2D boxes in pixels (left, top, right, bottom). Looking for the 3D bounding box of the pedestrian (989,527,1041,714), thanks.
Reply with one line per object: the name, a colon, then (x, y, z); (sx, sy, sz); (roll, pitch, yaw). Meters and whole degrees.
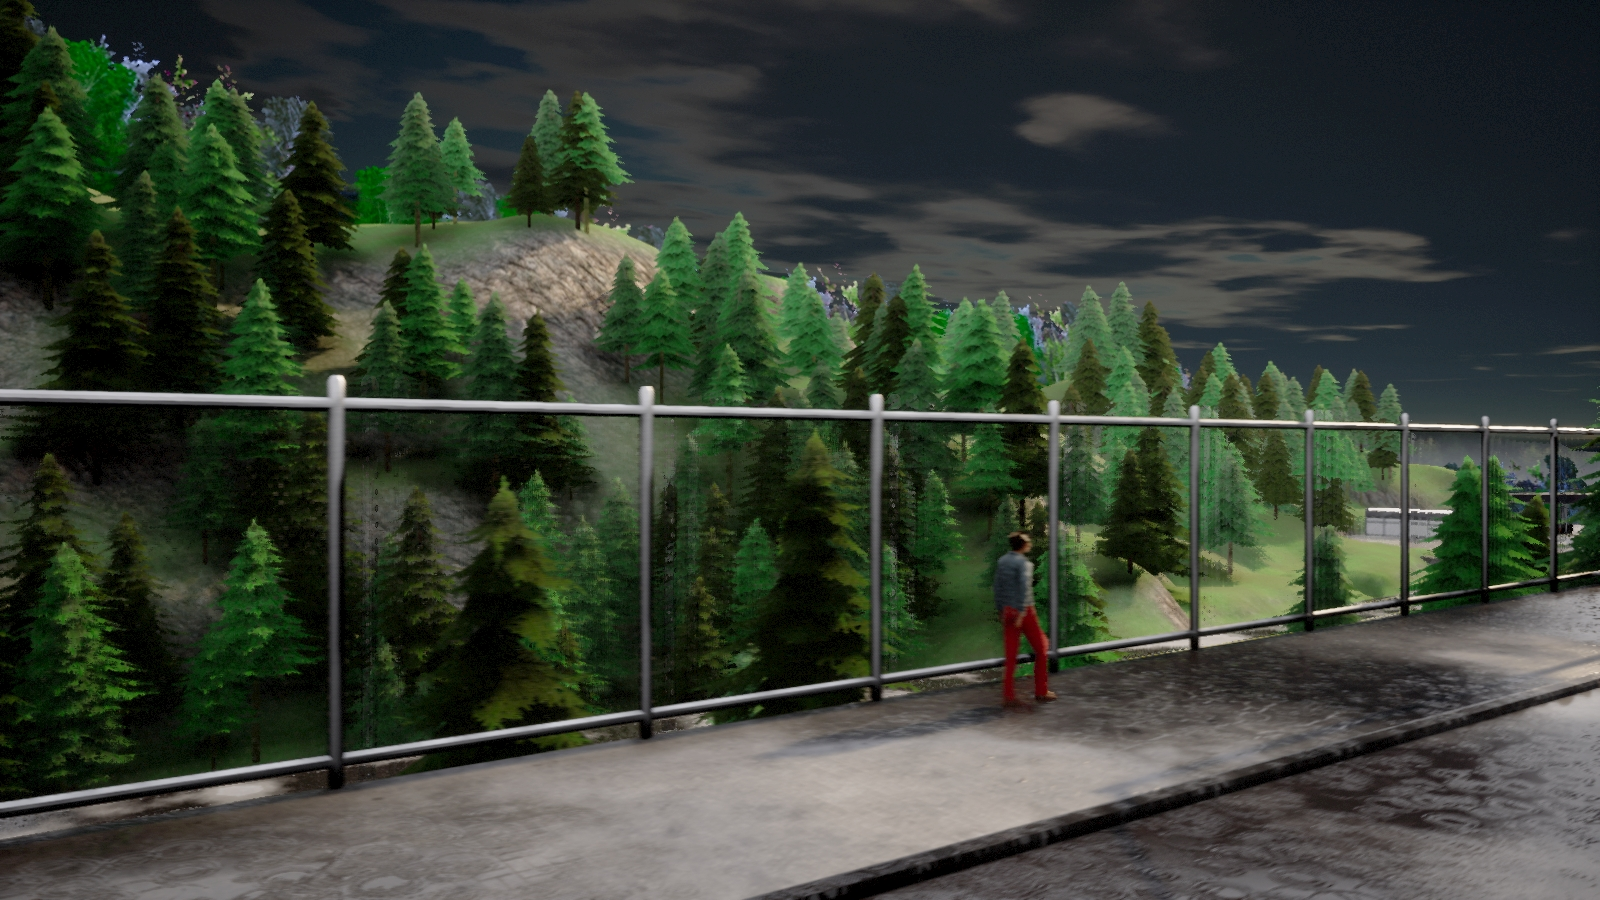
pedestrian: (2.227, 1.745, 11.846); (0.375, 1.860, 0.375); (0, 0, -33)
